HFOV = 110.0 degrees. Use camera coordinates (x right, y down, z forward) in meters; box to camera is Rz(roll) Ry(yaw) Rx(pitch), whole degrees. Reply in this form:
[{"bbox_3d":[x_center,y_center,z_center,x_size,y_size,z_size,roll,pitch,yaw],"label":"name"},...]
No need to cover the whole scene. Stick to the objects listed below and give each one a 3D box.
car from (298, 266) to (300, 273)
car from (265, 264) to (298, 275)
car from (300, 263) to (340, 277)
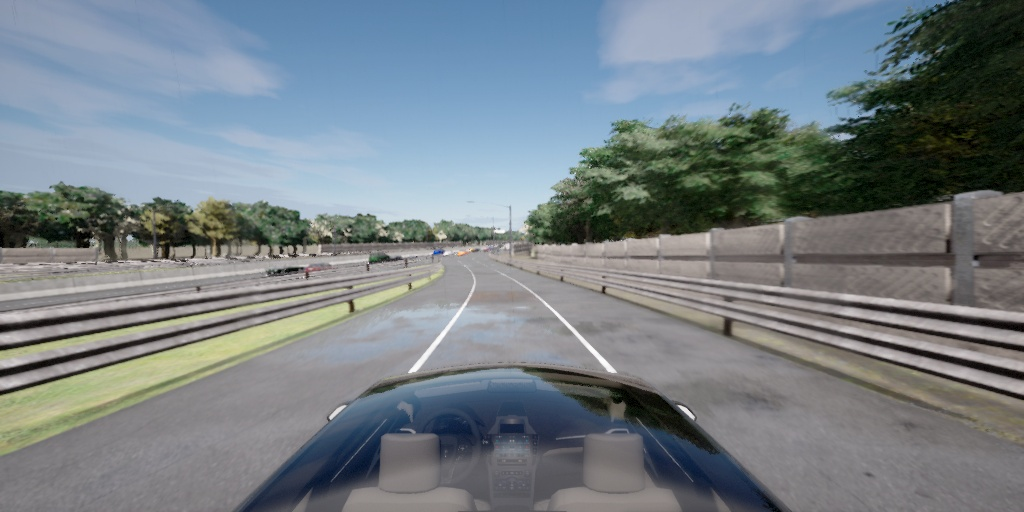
[{"bbox_3d":[-26.227,1.649,48.592,1.994,1.385,4.181,0,3,11],"label":"car"},{"bbox_3d":[-29.976,1.767,47.595,1.895,1.301,4.718,0,3,11],"label":"car"},{"bbox_3d":[-23.424,1.594,44.562,2.097,1.767,4.553,0,3,11],"label":"car"}]
